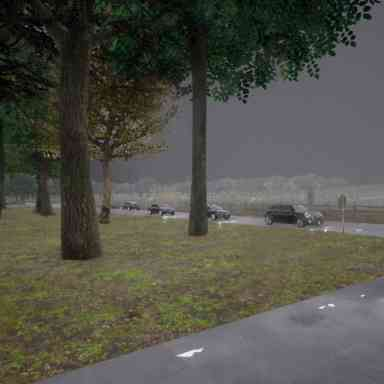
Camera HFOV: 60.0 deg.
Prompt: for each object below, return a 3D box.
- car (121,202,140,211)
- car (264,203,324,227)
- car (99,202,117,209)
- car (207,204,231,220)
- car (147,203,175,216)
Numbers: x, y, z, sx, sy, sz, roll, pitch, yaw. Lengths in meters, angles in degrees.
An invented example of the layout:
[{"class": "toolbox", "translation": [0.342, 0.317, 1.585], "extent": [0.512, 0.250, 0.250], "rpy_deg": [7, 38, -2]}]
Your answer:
[{"class": "car", "translation": [-10.638, 2.434, 57.146], "extent": [1.837, 1.490, 4.892], "rpy_deg": [-1, 0, -35]}, {"class": "car", "translation": [7.820, 1.687, 25.698], "extent": [2.097, 1.767, 4.553], "rpy_deg": [-1, 0, -35]}, {"class": "car", "translation": [-16.586, 2.652, 65.620], "extent": [2.033, 1.411, 5.357], "rpy_deg": [-1, 0, -35]}, {"class": "car", "translation": [1.953, 2.028, 34.069], "extent": [1.837, 1.490, 4.892], "rpy_deg": [-1, 0, -35]}, {"class": "car", "translation": [-3.994, 2.213, 42.564], "extent": [1.837, 1.490, 4.892], "rpy_deg": [-1, 0, -35]}]
